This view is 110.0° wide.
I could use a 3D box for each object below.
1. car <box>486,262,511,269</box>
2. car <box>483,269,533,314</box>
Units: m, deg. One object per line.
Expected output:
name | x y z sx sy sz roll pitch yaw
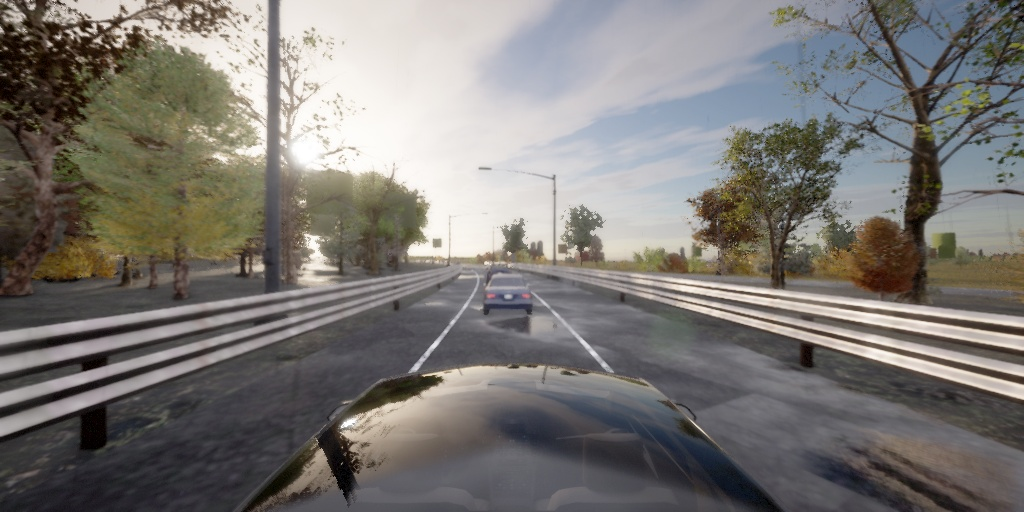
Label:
car | -1.116 1.385 30.419 2.097 1.767 4.553 0 -1 -4
car | -0.204 1.427 14.473 2.033 1.411 5.357 0 -1 -2
